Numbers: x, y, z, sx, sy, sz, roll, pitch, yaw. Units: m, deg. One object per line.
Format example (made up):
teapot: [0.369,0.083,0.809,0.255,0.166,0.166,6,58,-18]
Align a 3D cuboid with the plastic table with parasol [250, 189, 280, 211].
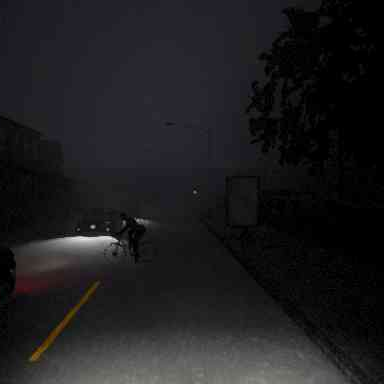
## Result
plastic table with parasol: [8.627,0.954,39.399,2.482,2.480,2.482,1,-1,-43]

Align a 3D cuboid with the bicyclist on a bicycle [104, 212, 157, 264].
bicyclist on a bicycle: [-1.949,1.452,10.440,1.656,1.620,0.582,-2,0,-3]

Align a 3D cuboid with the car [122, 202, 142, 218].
car: [-5.651,1.564,30.095,1.994,1.385,4.181,0,0,-3]

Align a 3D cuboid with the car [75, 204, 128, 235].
car: [-5.043,1.564,18.588,1.994,1.385,4.181,0,0,-3]

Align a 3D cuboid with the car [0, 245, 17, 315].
car: [-4.287,1.491,4.636,2.128,1.511,4.902,0,0,-3]
